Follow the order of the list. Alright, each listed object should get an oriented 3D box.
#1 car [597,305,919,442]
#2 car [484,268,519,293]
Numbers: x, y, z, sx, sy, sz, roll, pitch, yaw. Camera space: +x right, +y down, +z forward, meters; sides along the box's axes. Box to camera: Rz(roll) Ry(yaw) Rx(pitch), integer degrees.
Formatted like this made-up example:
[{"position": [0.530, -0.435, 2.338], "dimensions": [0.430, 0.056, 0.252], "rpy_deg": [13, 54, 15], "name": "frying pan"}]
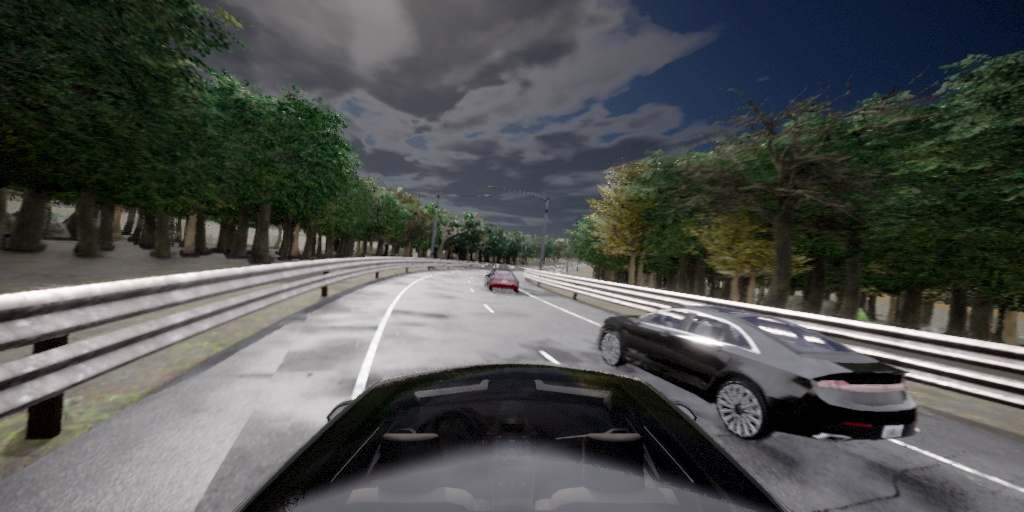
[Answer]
[{"position": [3.317, 1.593, 6.106], "dimensions": [2.128, 1.511, 4.902], "rpy_deg": [6, -1, -17], "name": "car"}, {"position": [-0.740, 1.528, 23.795], "dimensions": [1.994, 1.385, 4.181], "rpy_deg": [6, -1, -9], "name": "car"}]
